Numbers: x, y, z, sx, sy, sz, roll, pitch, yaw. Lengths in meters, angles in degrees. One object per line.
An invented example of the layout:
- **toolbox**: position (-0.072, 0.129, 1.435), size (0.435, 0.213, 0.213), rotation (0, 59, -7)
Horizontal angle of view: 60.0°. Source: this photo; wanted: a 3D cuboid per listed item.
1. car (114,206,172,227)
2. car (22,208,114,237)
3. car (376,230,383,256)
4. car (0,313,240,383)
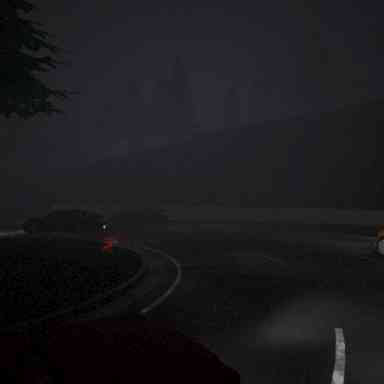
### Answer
- **car**: position (-3.973, 1.802, 25.659), size (4.902, 1.511, 2.128), rotation (0, -1, 18)
- **car**: position (-7.383, 1.720, 19.378), size (4.892, 1.490, 1.837), rotation (0, -3, 10)
- **car**: position (8.209, 1.657, 10.998), size (1.882, 1.535, 5.008), rotation (1, -1, -2)
- **car**: position (-1.847, 1.620, 2.076), size (4.718, 1.301, 1.895), rotation (1, -1, -37)
